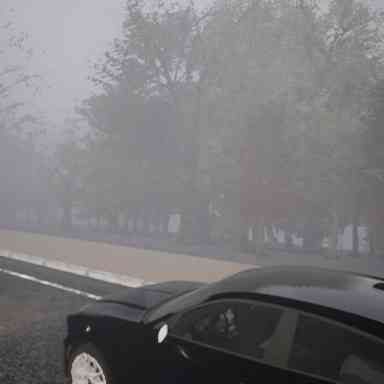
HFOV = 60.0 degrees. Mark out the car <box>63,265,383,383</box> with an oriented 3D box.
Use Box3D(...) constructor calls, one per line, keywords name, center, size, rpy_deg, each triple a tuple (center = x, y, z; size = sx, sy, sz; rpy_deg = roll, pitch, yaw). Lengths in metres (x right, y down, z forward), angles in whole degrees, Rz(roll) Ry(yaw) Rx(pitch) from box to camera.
Box3D(name="car", center=(0.828, 1.472, 3.089), size=(5.008, 1.535, 1.882), rpy_deg=(0, 0, 35))
